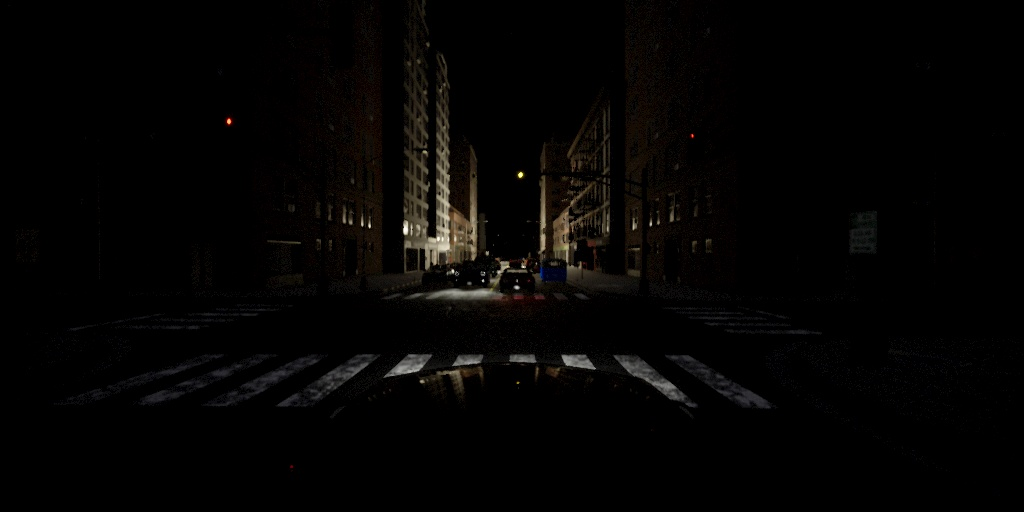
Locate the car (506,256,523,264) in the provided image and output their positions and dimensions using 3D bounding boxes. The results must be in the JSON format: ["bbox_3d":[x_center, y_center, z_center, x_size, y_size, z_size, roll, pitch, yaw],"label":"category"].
[{"bbox_3d":[0.513,1.162,54.731,1.882,1.535,5.008,0,0,1],"label":"car"}]

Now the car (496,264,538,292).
[{"bbox_3d":[0.287,1.330,20.929,1.895,1.301,4.718,0,0,1],"label":"car"}]

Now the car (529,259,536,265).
[{"bbox_3d":[2.975,1.293,36.773,1.802,1.307,4.207,0,0,1],"label":"car"}]

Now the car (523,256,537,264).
[{"bbox_3d":[3.142,1.000,53.817,2.192,1.841,5.009,0,0,1],"label":"car"}]

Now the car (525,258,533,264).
[{"bbox_3d":[3.086,1.278,48.135,1.802,1.307,4.207,0,0,1],"label":"car"}]

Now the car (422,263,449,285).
[{"bbox_3d":[-5.161,1.275,25.481,2.007,1.370,4.403,0,0,1],"label":"car"}]

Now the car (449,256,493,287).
[{"bbox_3d":[-2.587,1.078,23.898,2.097,1.767,4.553,0,0,0],"label":"car"}]

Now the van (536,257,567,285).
[{"bbox_3d":[2.864,1.065,25.411,1.690,1.789,3.998,0,0,1],"label":"van"}]

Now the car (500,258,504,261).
[{"bbox_3d":[-2.413,1.263,45.710,1.994,1.385,4.181,0,0,0],"label":"car"}]

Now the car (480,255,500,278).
[{"bbox_3d":[-2.533,0.937,33.825,2.150,2.045,5.566,0,0,1],"label":"car"}]
